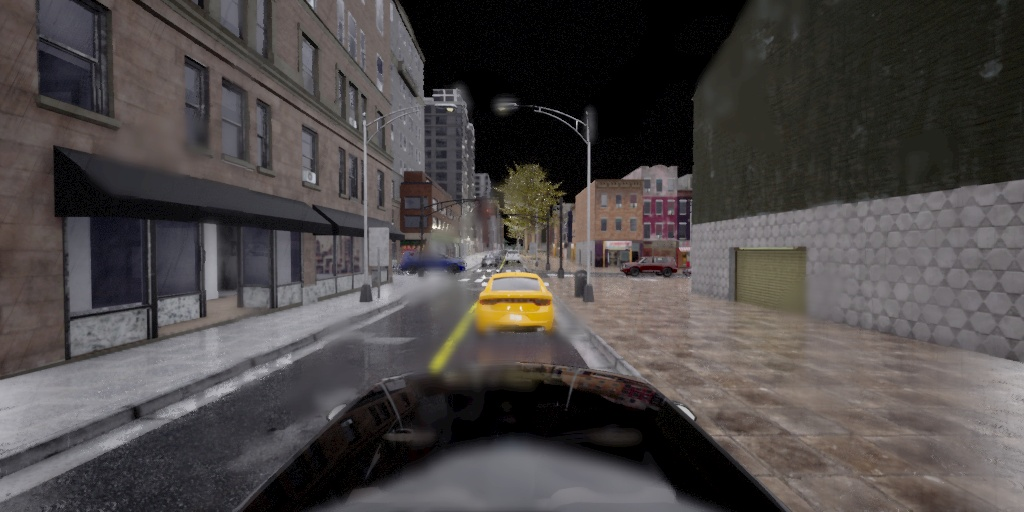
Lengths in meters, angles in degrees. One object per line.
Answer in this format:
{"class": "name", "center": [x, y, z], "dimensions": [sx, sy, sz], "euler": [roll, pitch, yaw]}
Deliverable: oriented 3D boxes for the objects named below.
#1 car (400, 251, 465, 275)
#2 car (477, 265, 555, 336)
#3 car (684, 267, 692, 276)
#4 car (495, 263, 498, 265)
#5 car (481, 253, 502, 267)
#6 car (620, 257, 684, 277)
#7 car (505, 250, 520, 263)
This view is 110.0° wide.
{"class": "car", "center": [-6.926, 0.609, 31.427], "dimensions": [5.566, 2.045, 2.150], "euler": [1, 1, -12]}
{"class": "car", "center": [0.100, 1.206, 10.414], "dimensions": [1.882, 1.535, 5.008], "euler": [0, 0, 0]}
{"class": "car", "center": [18.119, 1.297, 33.391], "dimensions": [4.207, 1.307, 1.802], "euler": [0, 0, 0]}
{"class": "car", "center": [0.076, 1.251, 19.856], "dimensions": [1.895, 1.301, 4.718], "euler": [0, 1, 0]}
{"class": "car", "center": [-2.820, 0.615, 45.972], "dimensions": [2.128, 1.511, 4.902], "euler": [0, 2, 1]}
{"class": "car", "center": [12.716, 0.954, 33.384], "dimensions": [5.009, 1.841, 2.192], "euler": [0, 0, 0]}
{"class": "car", "center": [0.135, 0.010, 57.673], "dimensions": [2.150, 2.045, 5.566], "euler": [0, 2, 0]}
